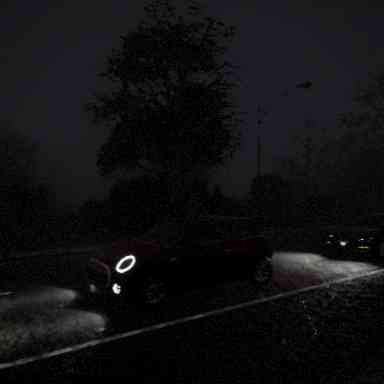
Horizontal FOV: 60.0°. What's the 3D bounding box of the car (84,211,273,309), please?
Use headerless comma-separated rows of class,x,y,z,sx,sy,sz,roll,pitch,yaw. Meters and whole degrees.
car,-0.175,1.386,8.073,4.553,1.767,2.097,1,0,-35

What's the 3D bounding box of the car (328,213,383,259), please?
car,7.429,1.620,13.237,4.892,1.490,1.837,1,0,-33
